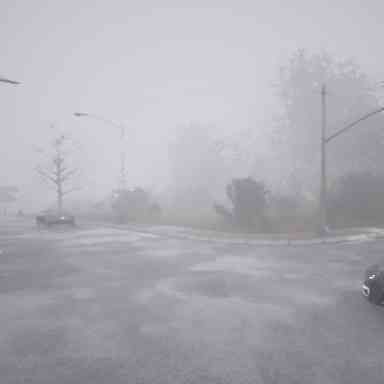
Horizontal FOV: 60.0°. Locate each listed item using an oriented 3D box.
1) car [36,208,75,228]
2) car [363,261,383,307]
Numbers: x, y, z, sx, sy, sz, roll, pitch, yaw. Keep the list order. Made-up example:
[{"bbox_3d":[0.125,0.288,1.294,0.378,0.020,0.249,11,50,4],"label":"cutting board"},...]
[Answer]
[{"bbox_3d":[-10.392,1.880,25.167,1.994,1.385,4.181,0,-2,-38],"label":"car"},{"bbox_3d":[5.243,1.529,5.011,1.837,1.490,4.892,0,0,-38],"label":"car"}]
